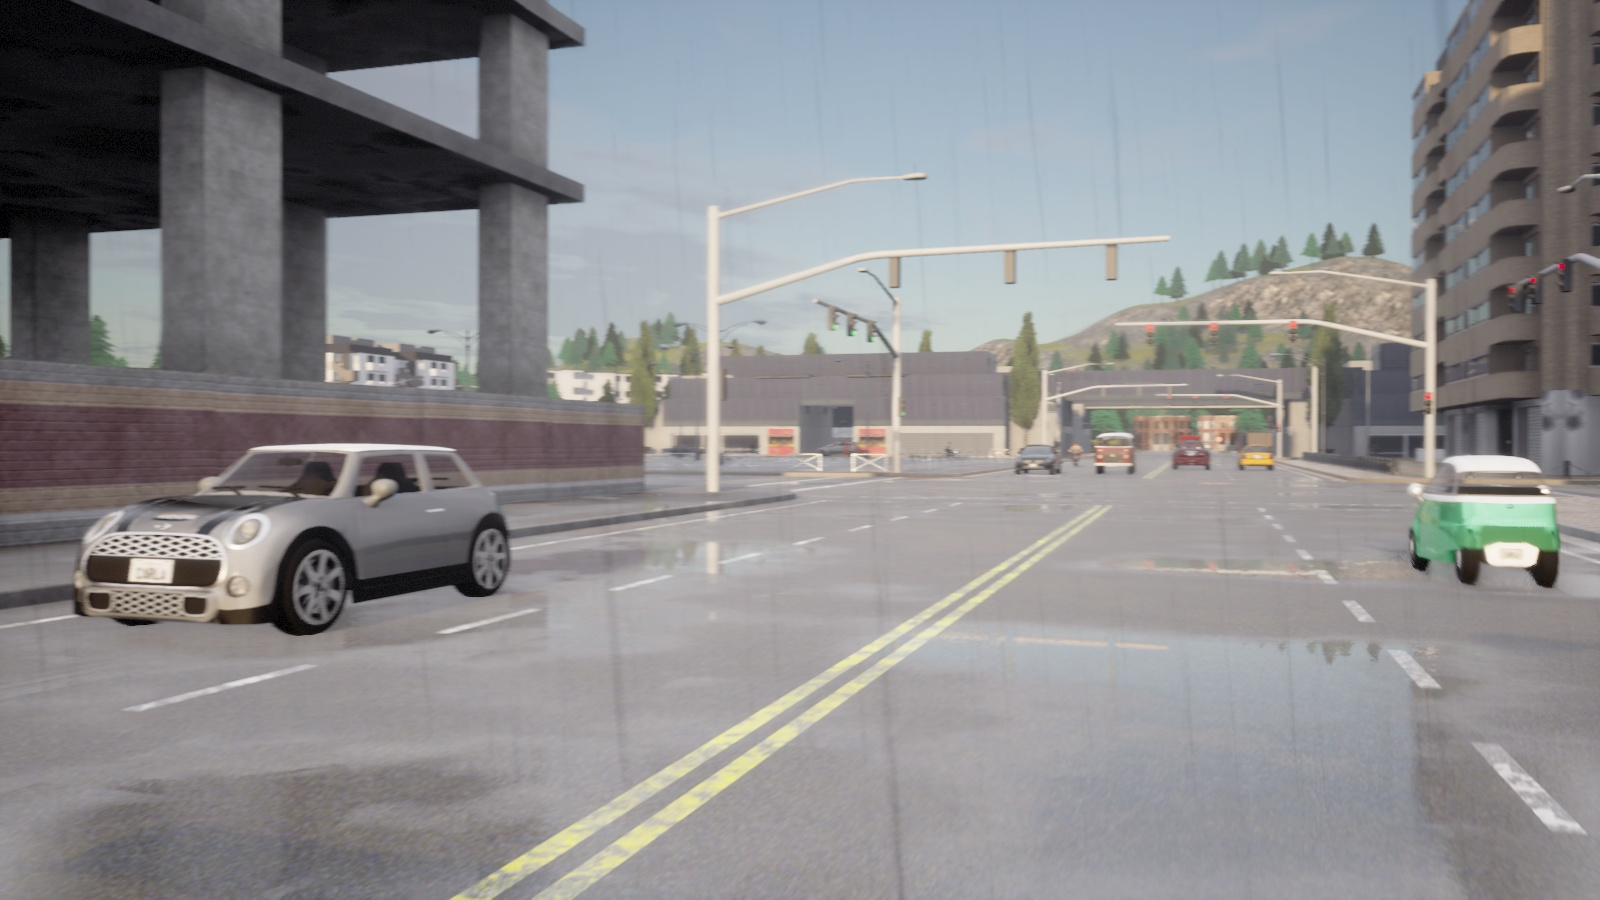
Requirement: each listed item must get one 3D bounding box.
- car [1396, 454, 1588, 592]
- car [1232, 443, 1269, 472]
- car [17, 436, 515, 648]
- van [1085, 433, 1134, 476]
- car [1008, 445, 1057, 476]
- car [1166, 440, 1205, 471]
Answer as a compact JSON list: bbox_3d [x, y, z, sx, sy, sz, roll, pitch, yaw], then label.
[{"bbox_3d":[7.703,0.754,14.161,1.481,1.376,2.207,0,1,17],"label":"car"},{"bbox_3d":[25.698,0.388,71.753,1.801,1.575,5.366,0,0,17],"label":"car"},{"bbox_3d":[-4.323,0.631,10.874,1.970,1.475,3.806,0,0,17],"label":"car"},{"bbox_3d":[15.280,0.183,61.876,2.069,2.038,4.480,0,0,17],"label":"van"},{"bbox_3d":[11.337,0.473,60.997,1.812,1.442,4.674,0,0,17],"label":"car"},{"bbox_3d":[22.570,0.284,73.476,2.097,1.767,4.553,0,0,17],"label":"car"}]
